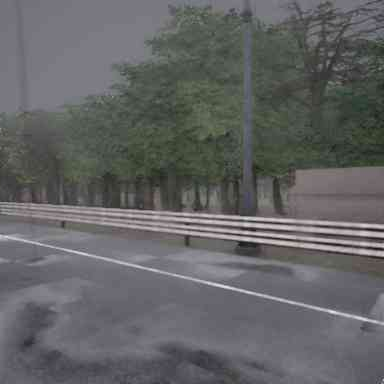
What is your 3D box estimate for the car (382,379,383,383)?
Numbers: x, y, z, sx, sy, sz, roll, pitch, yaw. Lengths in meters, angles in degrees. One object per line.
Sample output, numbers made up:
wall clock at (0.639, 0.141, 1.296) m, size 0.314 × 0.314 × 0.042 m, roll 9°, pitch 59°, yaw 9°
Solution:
car at (3.520, 1.499, 1.363) m, size 4.892 × 1.490 × 1.837 m, roll 0°, pitch 0°, yaw 35°
